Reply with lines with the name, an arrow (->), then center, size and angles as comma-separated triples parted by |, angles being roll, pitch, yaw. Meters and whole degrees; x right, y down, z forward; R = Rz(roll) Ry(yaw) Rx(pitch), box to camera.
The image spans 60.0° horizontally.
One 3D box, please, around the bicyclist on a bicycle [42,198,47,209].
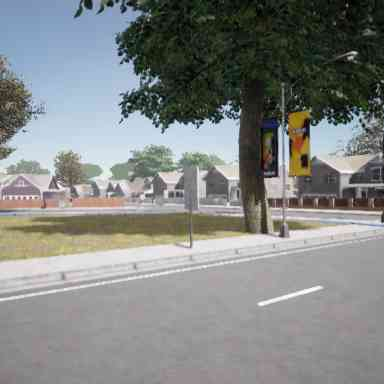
bicyclist on a bicycle -> -21.542, 1.732, 48.539 | 0.582, 1.620, 1.656 | 0, 1, -5
